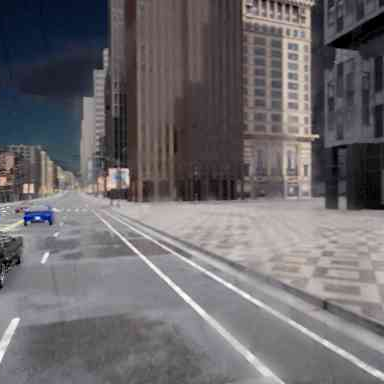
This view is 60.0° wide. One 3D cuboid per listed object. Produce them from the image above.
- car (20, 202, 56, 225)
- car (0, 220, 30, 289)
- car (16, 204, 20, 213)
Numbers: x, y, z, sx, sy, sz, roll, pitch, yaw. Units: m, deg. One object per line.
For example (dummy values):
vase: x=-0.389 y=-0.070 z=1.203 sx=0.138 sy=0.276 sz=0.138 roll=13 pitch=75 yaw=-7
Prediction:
car: x=-11.673 y=1.701 z=25.715 sx=1.882 sy=1.535 sz=5.008 roll=-1 pitch=0 yaw=-19
car: x=-5.845 y=1.696 z=9.021 sx=1.895 sy=1.301 sz=4.718 roll=-1 pitch=0 yaw=-19
car: x=-21.153 y=1.980 z=42.643 sx=1.994 sy=1.385 sz=4.181 roll=-1 pitch=0 yaw=-19
